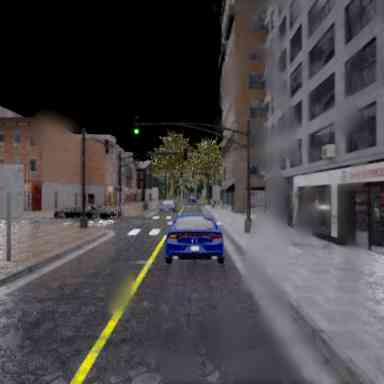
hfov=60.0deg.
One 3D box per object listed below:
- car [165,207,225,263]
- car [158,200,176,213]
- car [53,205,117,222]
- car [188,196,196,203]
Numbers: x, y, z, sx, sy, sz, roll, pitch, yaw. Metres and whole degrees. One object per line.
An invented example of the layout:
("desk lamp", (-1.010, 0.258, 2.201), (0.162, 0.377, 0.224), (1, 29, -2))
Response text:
("car", (0.097, 1.525, 12.230), (1.882, 1.535, 5.008), (0, -1, 0))
("car", (-2.844, 1.696, 39.944), (1.812, 1.442, 4.674), (0, 0, 1))
("car", (-8.654, 1.681, 26.815), (4.718, 1.301, 1.895), (0, 0, 8))
("car", (-0.006, 1.756, 78.187), (1.882, 1.535, 5.008), (0, 0, 0))
